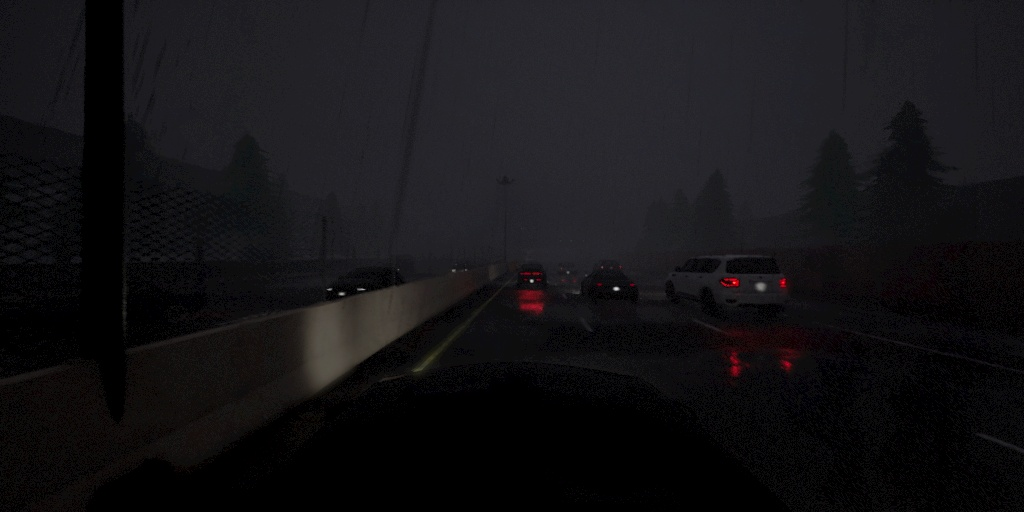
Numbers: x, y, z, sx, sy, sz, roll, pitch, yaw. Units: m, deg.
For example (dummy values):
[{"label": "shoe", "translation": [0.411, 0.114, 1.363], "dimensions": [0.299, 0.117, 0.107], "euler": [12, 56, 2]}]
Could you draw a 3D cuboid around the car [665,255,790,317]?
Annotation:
[{"label": "car", "translation": [7.692, 0.991, 13.496], "dimensions": [2.150, 2.045, 5.566], "euler": [0, 0, 4]}]

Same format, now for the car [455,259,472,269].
[{"label": "car", "translation": [-7.369, 1.169, 54.704], "dimensions": [1.882, 1.535, 5.008], "euler": [0, 0, 4]}]

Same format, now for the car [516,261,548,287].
[{"label": "car", "translation": [1.349, 1.244, 24.050], "dimensions": [1.837, 1.490, 4.892], "euler": [0, 0, 4]}]

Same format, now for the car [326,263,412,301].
[{"label": "car", "translation": [-6.358, 1.221, 16.123], "dimensions": [1.837, 1.490, 4.892], "euler": [0, 0, 4]}]

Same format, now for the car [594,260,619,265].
[{"label": "car", "translation": [8.981, 1.112, 34.001], "dimensions": [2.097, 1.767, 4.553], "euler": [0, 0, 4]}]

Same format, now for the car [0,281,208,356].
[{"label": "car", "translation": [-10.304, 1.308, 8.683], "dimensions": [1.895, 1.301, 4.718], "euler": [0, 0, 3]}]

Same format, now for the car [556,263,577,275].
[{"label": "car", "translation": [5.715, 1.346, 37.895], "dimensions": [1.895, 1.301, 4.718], "euler": [0, 0, 4]}]

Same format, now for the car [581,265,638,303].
[{"label": "car", "translation": [4.407, 1.319, 16.705], "dimensions": [1.994, 1.385, 4.181], "euler": [0, 0, 3]}]

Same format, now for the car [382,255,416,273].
[{"label": "car", "translation": [-12.002, 0.902, 38.023], "dimensions": [2.150, 2.045, 5.566], "euler": [0, 0, 4]}]
